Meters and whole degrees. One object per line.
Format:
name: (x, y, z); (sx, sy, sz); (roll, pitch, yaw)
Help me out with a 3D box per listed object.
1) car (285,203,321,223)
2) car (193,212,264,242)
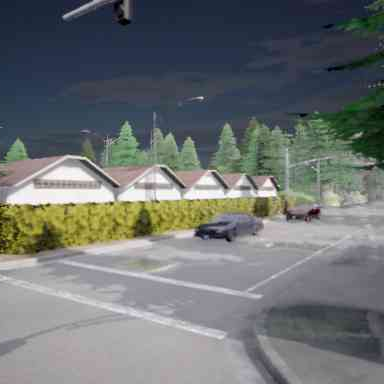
car: (9.803, 1.778, 29.198); (1.882, 1.535, 5.008); (-1, 0, 36)
car: (2.253, 1.853, 18.752); (2.033, 1.411, 5.357); (-1, -1, 36)
